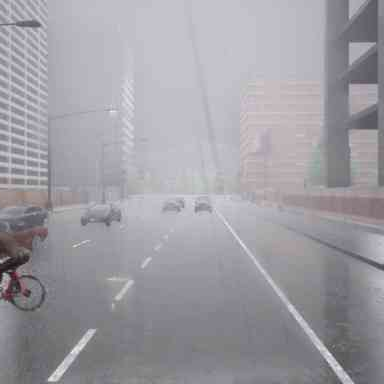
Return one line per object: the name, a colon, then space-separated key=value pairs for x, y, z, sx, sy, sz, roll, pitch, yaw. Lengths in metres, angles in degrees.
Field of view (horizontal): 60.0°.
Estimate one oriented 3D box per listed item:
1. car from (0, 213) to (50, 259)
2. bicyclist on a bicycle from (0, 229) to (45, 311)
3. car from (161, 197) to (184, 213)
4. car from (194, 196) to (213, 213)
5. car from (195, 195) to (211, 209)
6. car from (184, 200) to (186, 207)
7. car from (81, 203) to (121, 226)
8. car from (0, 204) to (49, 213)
car: x=-6.784 y=1.601 z=11.189 sx=1.895 sy=1.301 sz=4.718 roll=0 pitch=0 yaw=2
bicyclist on a bicycle: x=-3.585 y=1.453 z=6.277 sx=1.656 sy=1.620 sz=0.582 roll=0 pitch=0 yaw=2
car: x=-2.240 y=1.526 z=37.695 sx=1.812 sy=1.442 sz=4.674 roll=0 pitch=0 yaw=2
car: x=1.245 y=1.526 z=37.216 sx=1.812 sy=1.442 sz=4.674 roll=0 pitch=0 yaw=2
car: x=1.557 y=1.352 z=47.265 sx=2.097 sy=1.767 sz=4.553 roll=0 pitch=0 yaw=2
car: x=-1.950 y=1.505 z=47.036 sx=1.837 sy=1.490 sz=4.892 roll=0 pitch=0 yaw=2
car: x=-6.293 y=1.526 z=23.602 sx=1.812 sy=1.442 sz=4.674 roll=0 pitch=0 yaw=2
car: x=-10.022 y=1.506 z=19.327 sx=1.837 sy=1.490 sz=4.892 roll=0 pitch=0 yaw=2
